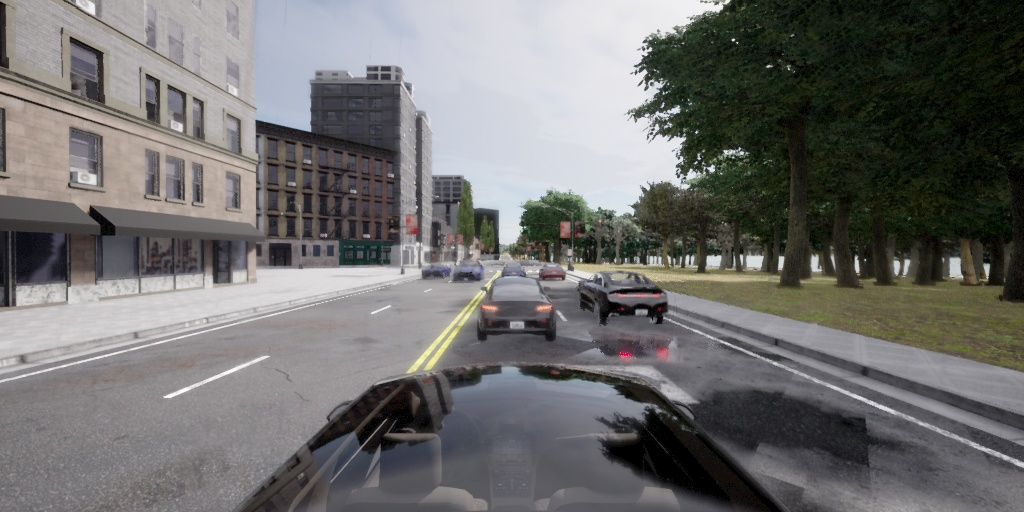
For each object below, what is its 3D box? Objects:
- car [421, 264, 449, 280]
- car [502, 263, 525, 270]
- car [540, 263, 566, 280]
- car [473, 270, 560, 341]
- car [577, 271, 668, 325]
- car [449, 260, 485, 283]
[{"bbox_3d":[-6.536,1.337,31.445,1.895,1.301,4.718,0,0,0],"label":"car"},{"bbox_3d":[0.147,1.301,29.692,1.994,1.385,4.181,0,0,0],"label":"car"},{"bbox_3d":[3.399,1.301,30.616,1.994,1.385,4.181,0,0,0],"label":"car"},{"bbox_3d":[0.105,1.274,9.778,1.812,1.442,4.674,0,0,0],"label":"car"},{"bbox_3d":[3.368,1.239,11.729,2.128,1.511,4.902,0,0,0],"label":"car"},{"bbox_3d":[-3.297,1.090,27.995,2.097,1.767,4.553,0,0,0],"label":"car"}]
